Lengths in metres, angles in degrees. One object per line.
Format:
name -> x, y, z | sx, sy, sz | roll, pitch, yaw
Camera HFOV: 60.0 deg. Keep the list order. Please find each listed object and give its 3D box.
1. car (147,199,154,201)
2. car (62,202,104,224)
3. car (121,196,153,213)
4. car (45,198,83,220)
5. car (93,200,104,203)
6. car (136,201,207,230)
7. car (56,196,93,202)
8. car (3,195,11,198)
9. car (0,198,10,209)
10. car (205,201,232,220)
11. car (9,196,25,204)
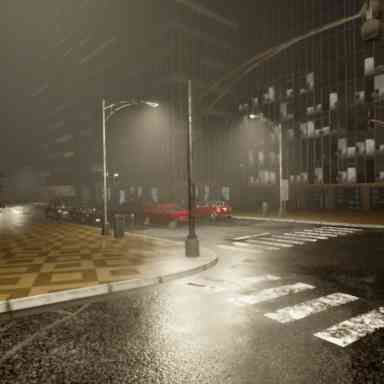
car -> -2.285, 1.642, 32.612 | 1.802, 1.307, 4.206 | -2, 1, -41
car -> -8.669, 1.798, 27.171 | 1.947, 1.339, 4.313 | -2, 1, -41
car -> -5.991, 1.407, 36.878 | 2.192, 1.841, 5.009 | -2, 1, -41
car -> -12.364, 1.705, 31.435 | 1.967, 1.590, 4.097 | -2, 1, -41
car -> -13.380, 1.722, 45.426 | 1.947, 1.339, 4.313 | -2, 1, -41
car -> -1.539, 1.611, 22.898 | 1.882, 1.535, 5.008 | -2, 1, -41
car -> -13.417, 1.459, 36.625 | 2.150, 2.045, 5.566 | -2, 1, -41
car -> -42.965, 1.950, 79.597 | 1.887, 1.381, 4.507 | -2, 1, -41
car -> -30.821, 2.005, 52.765 | 1.802, 1.307, 4.206 | -2, 1, -41
car -> 1.411, 1.467, 28.341 | 1.967, 1.590, 4.097 | -2, 1, -41
car -> -39.267, 1.941, 75.325 | 1.947, 1.339, 4.313 | -2, 1, -41
